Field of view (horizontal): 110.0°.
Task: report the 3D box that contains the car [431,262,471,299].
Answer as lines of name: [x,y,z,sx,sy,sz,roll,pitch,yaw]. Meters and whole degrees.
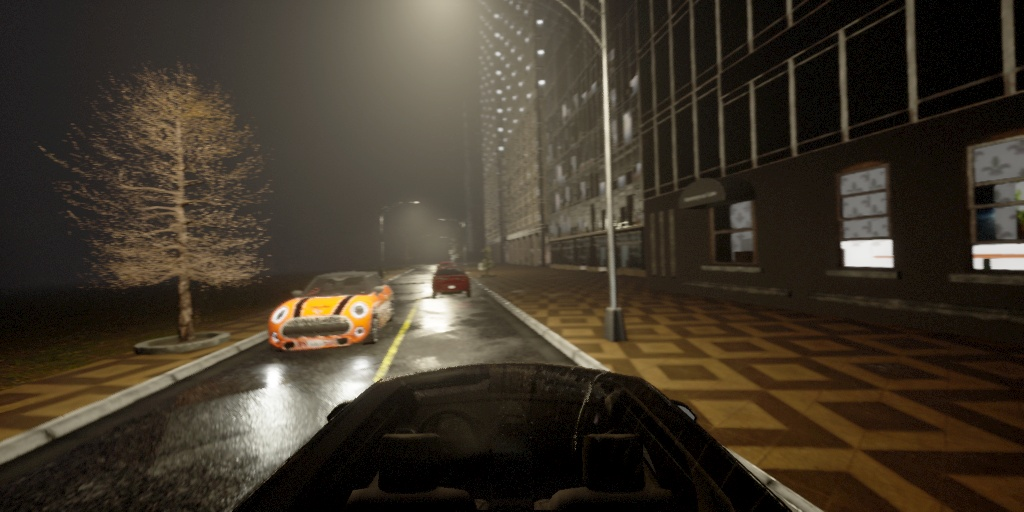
car: [-3.254,1.281,19.056,1.882,1.535,5.008,-2,0,-11]

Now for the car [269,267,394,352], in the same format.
car: [-4.501,1.227,9.601,2.097,1.767,4.553,-2,0,-11]
